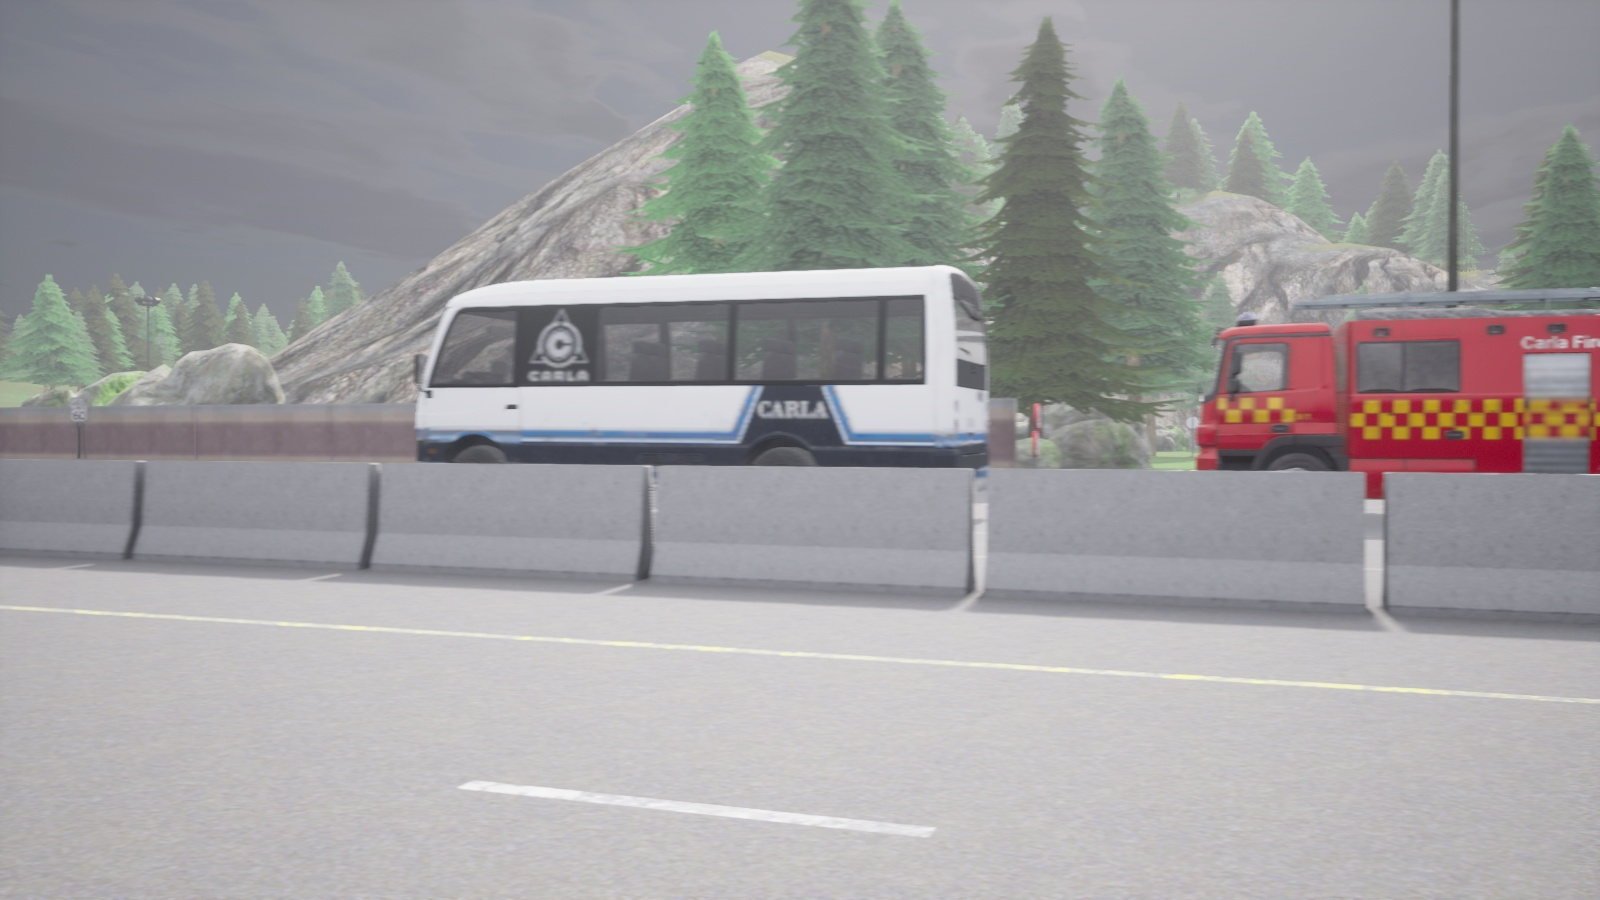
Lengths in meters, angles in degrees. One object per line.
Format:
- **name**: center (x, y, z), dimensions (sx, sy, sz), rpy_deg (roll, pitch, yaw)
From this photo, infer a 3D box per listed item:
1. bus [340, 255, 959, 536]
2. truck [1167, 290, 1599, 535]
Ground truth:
- **bus**: center (-2.650, -0.949, 22.527), dimensions (10.273, 4.253, 3.944), rpy_deg (1, 1, 19)
- **truck**: center (10.834, -0.637, 21.685), dimensions (8.468, 3.827, 2.891), rpy_deg (1, 1, 19)
